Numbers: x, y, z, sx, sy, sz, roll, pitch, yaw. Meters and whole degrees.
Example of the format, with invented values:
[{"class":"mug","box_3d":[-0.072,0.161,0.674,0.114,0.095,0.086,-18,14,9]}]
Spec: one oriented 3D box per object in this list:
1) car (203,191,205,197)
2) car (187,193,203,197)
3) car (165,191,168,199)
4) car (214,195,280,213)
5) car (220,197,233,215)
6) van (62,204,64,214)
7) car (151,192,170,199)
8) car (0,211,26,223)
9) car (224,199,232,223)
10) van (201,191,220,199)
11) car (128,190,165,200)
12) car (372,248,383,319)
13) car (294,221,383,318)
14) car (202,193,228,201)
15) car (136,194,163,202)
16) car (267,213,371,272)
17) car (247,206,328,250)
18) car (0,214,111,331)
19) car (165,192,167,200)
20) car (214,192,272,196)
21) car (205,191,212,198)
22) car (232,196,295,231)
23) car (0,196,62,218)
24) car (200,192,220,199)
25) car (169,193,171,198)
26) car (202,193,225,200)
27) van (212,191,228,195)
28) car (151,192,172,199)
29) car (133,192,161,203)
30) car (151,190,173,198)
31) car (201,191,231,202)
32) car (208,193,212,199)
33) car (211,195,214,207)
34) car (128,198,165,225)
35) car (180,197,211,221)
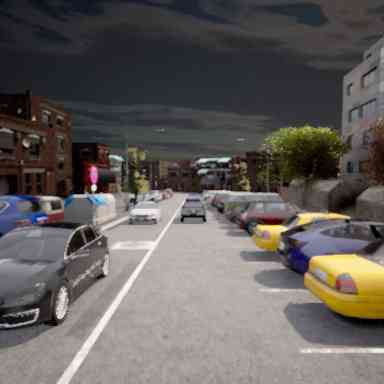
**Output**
[{"class":"car","box_3d":[4.668,0.947,59.079,4.553,1.767,2.185,0,0,0]},{"class":"car","box_3d":[0.090,1.186,42.256,1.882,1.535,5.008,0,0,0]},{"class":"car","box_3d":[-7.724,1.054,66.169,4.792,1.488,2.163,0,0,0]},{"class":"car","box_3d":[4.638,1.284,28.351,5.008,1.535,2.097,0,0,0]},{"class":"car","box_3d":[4.651,1.324,22.639,4.892,1.521,2.231,0,0,0]},{"class":"van","box_3d":[-7.800,1.157,13.974,4.442,1.987,1.878,0,0,0]},{"class":"car","box_3d":[-7.667,0.793,80.862,4.553,1.767,2.185,0,1,0]},{"class":"car","box_3d":[-7.497,1.418,8.519,5.366,1.575,1.946,0,0,0]},{"class":"car","box_3d":[4.639,1.344,19.845,4.892,1.521,2.231,0,0,0]},{"class":"van","box_3d":[4.515,0.688,81.300,4.442,1.987,1.878,0,1,0]},{"class":"car","box_3d":[-7.721,0.853,54.414,5.566,2.045,2.435,0,0,0]},{"class":"car","box_3d":[4.679,1.487,3.084,4.792,1.488,2.163,0,0,0]},{"class":"car","box_3d":[4.834,1.436,5.877,5.366,1.575,1.946,0,0,0]},{"class":"car","box_3d":[4.629,1.016,67.337,5.008,1.535,2.097,0,0,0]},{"class":"car","box_3d":[-7.691,1.105,60.167,4.674,1.452,2.002,0,0,0]},{"class":"car","box_3d":[4.677,1.449,8.672,4.792,1.488,2.163,0,0,0]},{"class":"car","box_3d":[4.833,1.397,11.465,5.366,1.575,1.946,0,0,0]},{"class":"car","box_3d":[-3.080,1.457,7.066,1.837,1.490,4.892,0,0,0]},{"class":"car","box_3d":[-7.691,1.084,63.230,4.674,1.452,2.002,0,0,0]},{"class":"car","box_3d":[4.673,1.140,31.020,4.553,1.767,2.185,0,0,0]},{"class":"car","box_3d":[4.670,1.006,50.573,4.553,1.767,2.185,0,0,0]},{"class":"car","box_3d":[4.614,1.236,17.053,4.553,1.767,2.185,0,0,0]},{"class":"car","box_3d":[-7.711,1.151,11.183,5.566,2.045,2.435,0,0,0]},{"class":"car","box_3d":[4.625,0.868,84.110,4.892,1.521,2.231,0,2,0]},{"class":"car","box_3d":[-7.702,0.985,71.919,4.892,1.521,2.231,0,0,0]},{"class":"car","box_3d":[4.627,0.978,73.048,4.892,1.521,2.231,0,0,0]},{"class":"van","box_3d":[4.759,1.001,36.605,4.442,1.987,1.878,0,0,0]},{"class":"car","box_3d":[-7.704,0.876,83.693,5.008,1.535,2.097,0,1,0]},{"class":"car","box_3d":[-7.661,0.960,57.228,4.553,1.767,2.185,0,0,0]},{"class":"car","box_3d":[-7.671,0.557,86.632,5.566,2.045,2.435,0,1,0]},{"class":"car","box_3d":[4.607,0.784,64.541,5.566,2.045,2.435,0,0,0]},{"class":"car","box_3d":[4.669,1.238,39.403,4.792,1.488,2.163,0,0,0]},{"class":"car","box_3d":[4.640,1.287,33.813,4.674,1.452,2.002,0,0,0]},{"class":"car","box_3d":[-3.100,1.369,22.734,1.812,1.442,4.674,0,1,0]},{"class":"car","box_3d":[0.094,1.374,25.044,2.033,1.411,5.357,0,0,0]}]
